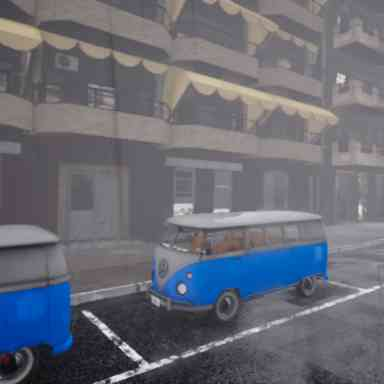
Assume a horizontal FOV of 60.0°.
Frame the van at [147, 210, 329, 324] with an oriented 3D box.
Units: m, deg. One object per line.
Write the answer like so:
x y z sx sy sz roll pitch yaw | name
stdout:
1.101 1.317 6.853 3.998 1.788 1.690 0 2 -35 | van

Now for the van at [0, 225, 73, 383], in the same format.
-3.403 1.345 3.642 3.998 1.788 1.690 0 2 -35 | van
